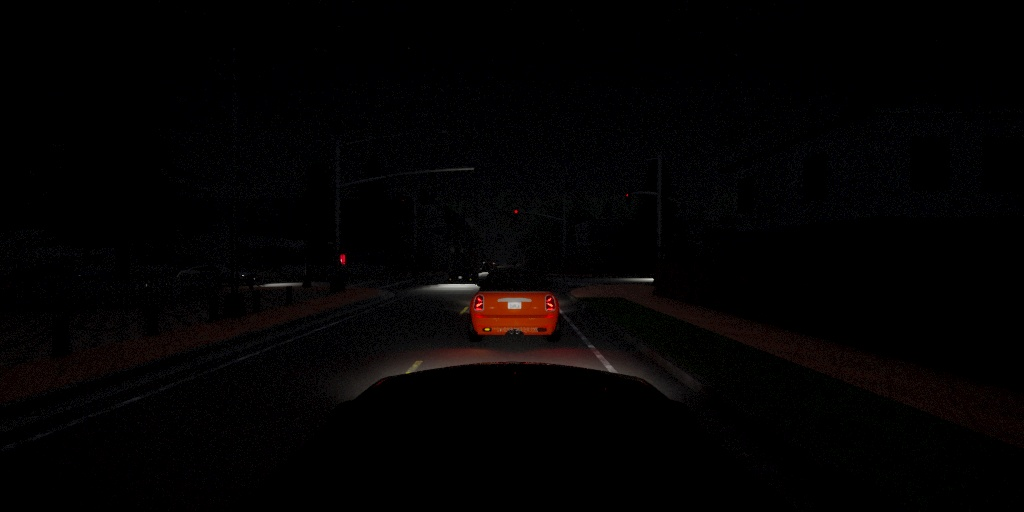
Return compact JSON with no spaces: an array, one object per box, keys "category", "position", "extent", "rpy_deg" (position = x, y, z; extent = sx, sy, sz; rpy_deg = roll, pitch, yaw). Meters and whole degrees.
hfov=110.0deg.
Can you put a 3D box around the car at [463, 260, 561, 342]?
[{"category":"car","position":[0.066,1.102,9.970],"extent":[2.097,1.767,4.553],"rpy_deg":[0,0,0]}]

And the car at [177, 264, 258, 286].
[{"category":"car","position":[-20.012,1.291,24.456],"extent":[4.674,1.442,1.812],"rpy_deg":[0,0,-2]}]

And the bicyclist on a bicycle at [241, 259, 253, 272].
[{"category":"bicyclist on a bicycle","position":[-23.577,1.066,31.814],"extent":[0.582,1.620,1.656],"rpy_deg":[0,0,-2]}]

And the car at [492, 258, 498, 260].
[{"category":"car","position":[-3.618,1.101,58.335],"extent":[2.097,1.767,4.553],"rpy_deg":[0,0,0]}]

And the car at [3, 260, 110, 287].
[{"category":"car","position":[-30.191,1.243,24.139],"extent":[5.008,1.535,1.882],"rpy_deg":[0,0,-1]}]

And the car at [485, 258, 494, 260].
[{"category":"car","position":[-3.625,1.314,43.862],"extent":[1.994,1.385,4.181],"rpy_deg":[0,0,0]}]

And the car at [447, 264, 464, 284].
[{"category":"car","position":[-3.618,1.316,27.099],"extent":[1.994,1.385,4.181],"rpy_deg":[0,0,0]}]
